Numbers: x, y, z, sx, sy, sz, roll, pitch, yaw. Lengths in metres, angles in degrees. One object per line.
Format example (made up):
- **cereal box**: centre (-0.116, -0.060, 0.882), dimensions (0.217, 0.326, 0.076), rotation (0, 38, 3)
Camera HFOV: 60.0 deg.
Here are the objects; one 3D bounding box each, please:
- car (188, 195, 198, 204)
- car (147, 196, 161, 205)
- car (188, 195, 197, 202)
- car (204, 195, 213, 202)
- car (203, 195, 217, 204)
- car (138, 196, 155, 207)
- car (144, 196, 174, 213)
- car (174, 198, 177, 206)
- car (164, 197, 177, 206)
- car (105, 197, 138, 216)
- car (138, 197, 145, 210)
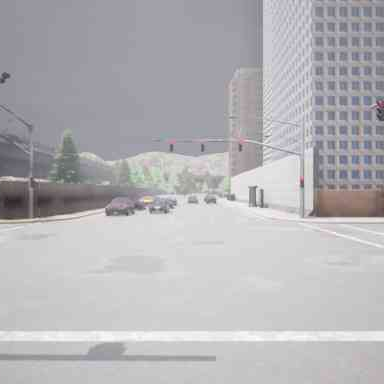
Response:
- **car**: centre (0.214, 1.564, 64.675), dimensions (1.994, 1.385, 4.181), rotation (0, 0, -1)
- **car**: centre (-6.965, 1.478, 61.429), dimensions (1.882, 1.535, 5.008), rotation (0, 0, 1)
- **car**: centre (0.123, 1.478, 74.623), dimensions (1.882, 1.535, 5.008), rotation (0, 0, 0)
- **car**: centre (3.621, 1.500, 74.494), dimensions (1.837, 1.490, 4.892), rotation (0, 0, 0)
- **car**: centre (3.703, 1.505, 64.098), dimensions (1.837, 1.490, 4.892), rotation (0, 0, 0)
- **car**: centre (-7.005, 1.478, 51.356), dimensions (1.882, 1.535, 5.008), rotation (0, 0, 0)
- **car**: centre (-3.530, 1.492, 36.438), dimensions (2.128, 1.511, 4.902), rotation (0, 0, 0)
- **car**: centre (-3.525, 1.564, 45.358), dimensions (1.994, 1.385, 4.181), rotation (0, 0, -1)
- **car**: centre (-3.488, 1.601, 55.340), dimensions (1.895, 1.301, 4.718), rotation (0, 0, 0)
- **car**: centre (-7.041, 1.352, 32.855), dimensions (2.097, 1.767, 4.553), rotation (0, 0, 0)
- **car**: centre (-7.026, 1.601, 41.840), dimensions (1.895, 1.301, 4.718), rotation (0, 0, 0)
